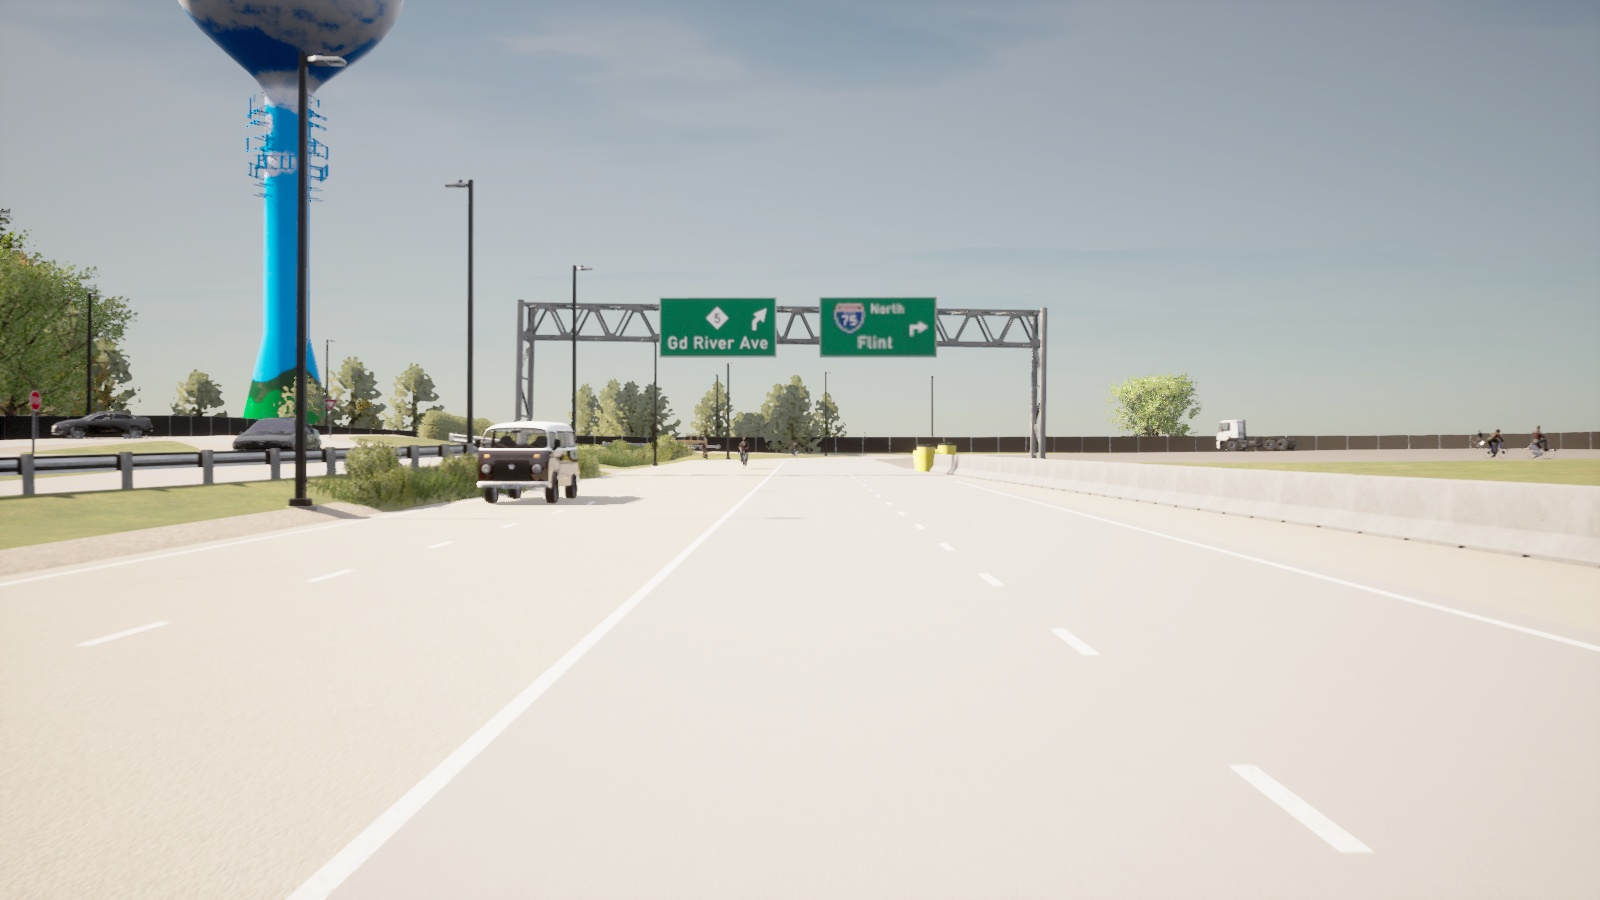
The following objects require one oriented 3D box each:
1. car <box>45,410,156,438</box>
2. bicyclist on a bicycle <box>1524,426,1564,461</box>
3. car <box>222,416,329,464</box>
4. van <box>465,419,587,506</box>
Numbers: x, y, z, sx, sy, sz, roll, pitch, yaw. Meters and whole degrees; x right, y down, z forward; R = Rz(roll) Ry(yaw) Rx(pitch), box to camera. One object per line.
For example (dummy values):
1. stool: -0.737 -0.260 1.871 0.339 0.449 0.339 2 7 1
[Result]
1. car: -38.389 -1.452 68.978 4.902 1.511 2.128 -1 2 -45
2. bicyclist on a bicycle: 38.245 -0.341 64.553 1.843 1.776 0.659 -1 0 -14
3. car: -16.950 -0.371 40.861 2.033 1.411 5.357 0 2 -10
4. van: -6.803 0.272 31.692 2.069 2.038 4.480 0 0 0
